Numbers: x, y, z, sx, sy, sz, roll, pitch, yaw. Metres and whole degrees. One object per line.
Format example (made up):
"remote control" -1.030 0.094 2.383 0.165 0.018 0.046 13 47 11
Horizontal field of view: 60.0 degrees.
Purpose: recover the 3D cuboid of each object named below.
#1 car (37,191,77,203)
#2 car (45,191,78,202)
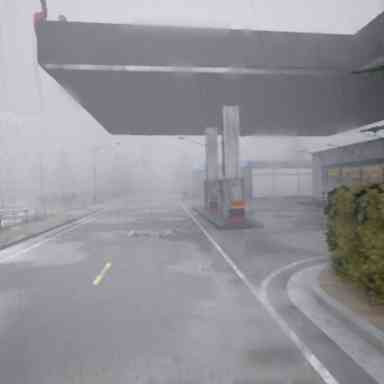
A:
"car" -20.429 0.736 49.872 5.027 1.636 2.152 -2 1 -5
"car" -20.752 0.678 52.992 4.514 1.523 2.007 -2 1 -5
